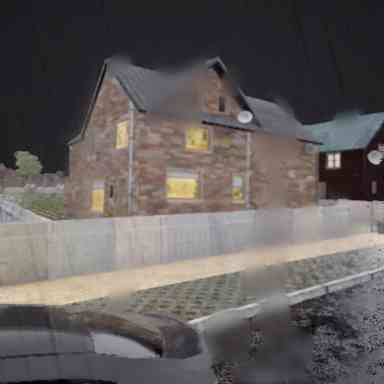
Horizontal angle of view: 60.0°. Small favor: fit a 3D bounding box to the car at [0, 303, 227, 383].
[{"bbox_3d":[-1.836,1.527,1.762,4.674,1.442,1.812,0,0,-35],"label":"car"}]
